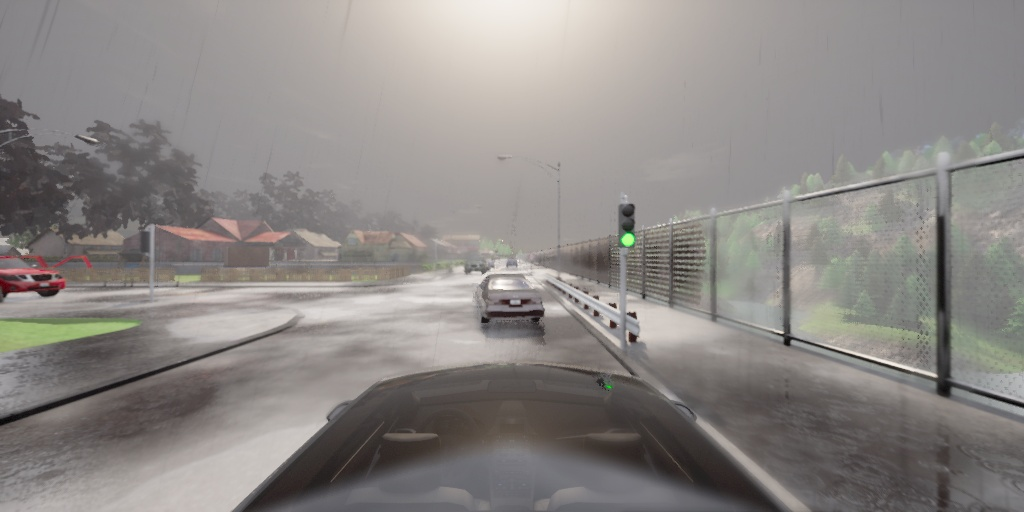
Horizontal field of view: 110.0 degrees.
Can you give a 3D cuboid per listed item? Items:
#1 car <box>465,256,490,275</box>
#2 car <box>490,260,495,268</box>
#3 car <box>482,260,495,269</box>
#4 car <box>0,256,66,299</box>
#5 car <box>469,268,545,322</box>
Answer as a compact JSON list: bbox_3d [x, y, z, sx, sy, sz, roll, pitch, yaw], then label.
[{"bbox_3d":[-4.083,1.034,41.190,2.150,2.045,5.566,0,0,0],"label":"car"},{"bbox_3d":[-4.043,1.376,51.432,2.033,1.411,5.357,0,0,0],"label":"car"},{"bbox_3d":[-3.985,1.370,61.436,1.812,1.442,4.674,0,0,0],"label":"car"},{"bbox_3d":[-24.669,0.997,16.817,5.566,2.045,2.150,0,0,0],"label":"car"},{"bbox_3d":[-0.276,1.314,12.336,2.033,1.411,5.357,0,0,-8],"label":"car"}]
